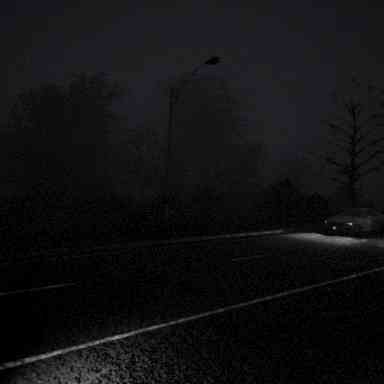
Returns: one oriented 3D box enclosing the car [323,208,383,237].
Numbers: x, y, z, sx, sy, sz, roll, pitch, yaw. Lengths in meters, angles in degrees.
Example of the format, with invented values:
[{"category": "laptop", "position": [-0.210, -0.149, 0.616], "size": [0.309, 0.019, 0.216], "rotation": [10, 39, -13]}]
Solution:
[{"category": "car", "position": [9.659, 1.691, 19.474], "size": [4.674, 1.442, 1.812], "rotation": [1, 0, -35]}]
